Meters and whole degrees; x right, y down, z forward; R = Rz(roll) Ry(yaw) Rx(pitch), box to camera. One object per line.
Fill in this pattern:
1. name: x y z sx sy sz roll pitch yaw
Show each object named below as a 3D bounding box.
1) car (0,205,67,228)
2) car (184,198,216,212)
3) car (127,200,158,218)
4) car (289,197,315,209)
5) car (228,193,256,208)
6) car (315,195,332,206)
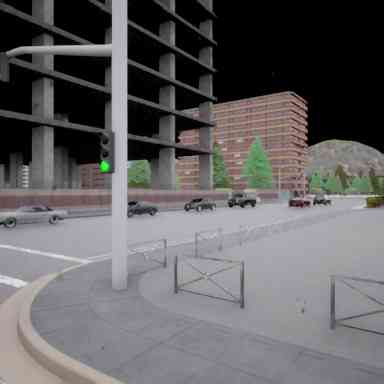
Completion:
1. car: -10.795 1.545 21.872 1.895 1.301 4.718 0 0 35
2. car: 0.976 1.449 38.468 1.837 1.490 4.892 0 0 35
3. car: -5.019 1.470 30.004 1.812 1.442 4.674 0 0 36
4. car: 14.836 1.422 45.591 1.882 1.535 5.008 0 0 35
5. car: 7.200 1.166 47.180 2.150 2.045 5.566 0 0 35
6. car: 21.682 1.296 55.250 2.097 1.767 4.553 0 0 35
